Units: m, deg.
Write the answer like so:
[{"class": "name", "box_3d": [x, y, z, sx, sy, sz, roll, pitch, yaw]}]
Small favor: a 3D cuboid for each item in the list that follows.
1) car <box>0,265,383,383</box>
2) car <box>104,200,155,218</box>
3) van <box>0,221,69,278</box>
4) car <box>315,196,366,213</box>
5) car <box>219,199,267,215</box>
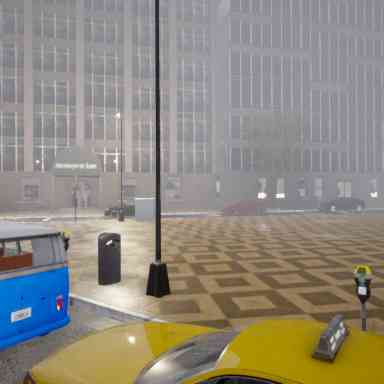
[{"class": "car", "box_3d": [0.667, 1.525, 2.250, 4.829, 1.417, 1.752, 0, 0, 35]}, {"class": "car", "box_3d": [-5.144, 1.396, 27.485, 4.181, 1.385, 1.994, 0, 0, -14]}, {"class": "van", "box_3d": [-3.705, 1.343, 5.358, 3.998, 1.788, 1.690, 0, 0, 35]}, {"class": "car", "box_3d": [14.428, 1.191, 32.355, 4.892, 1.490, 1.837, 0, 0, -14]}, {"class": "car", "box_3d": [4.569, 1.320, 29.911, 4.181, 1.385, 1.994, 0, 0, -14]}]
